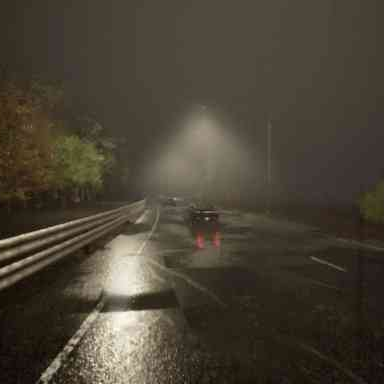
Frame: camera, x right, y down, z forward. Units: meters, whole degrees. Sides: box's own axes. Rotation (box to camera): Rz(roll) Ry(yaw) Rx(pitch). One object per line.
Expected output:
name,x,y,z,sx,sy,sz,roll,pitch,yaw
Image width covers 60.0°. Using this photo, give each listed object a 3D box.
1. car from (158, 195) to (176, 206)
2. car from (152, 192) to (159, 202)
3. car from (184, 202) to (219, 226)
car,-3.603,1.446,50.508,1.994,1.385,4.181,0,0,-9
car,-6.823,1.332,71.806,2.128,1.511,4.902,0,0,-9
car,0.566,1.460,22.897,2.128,1.511,4.902,0,0,-9
